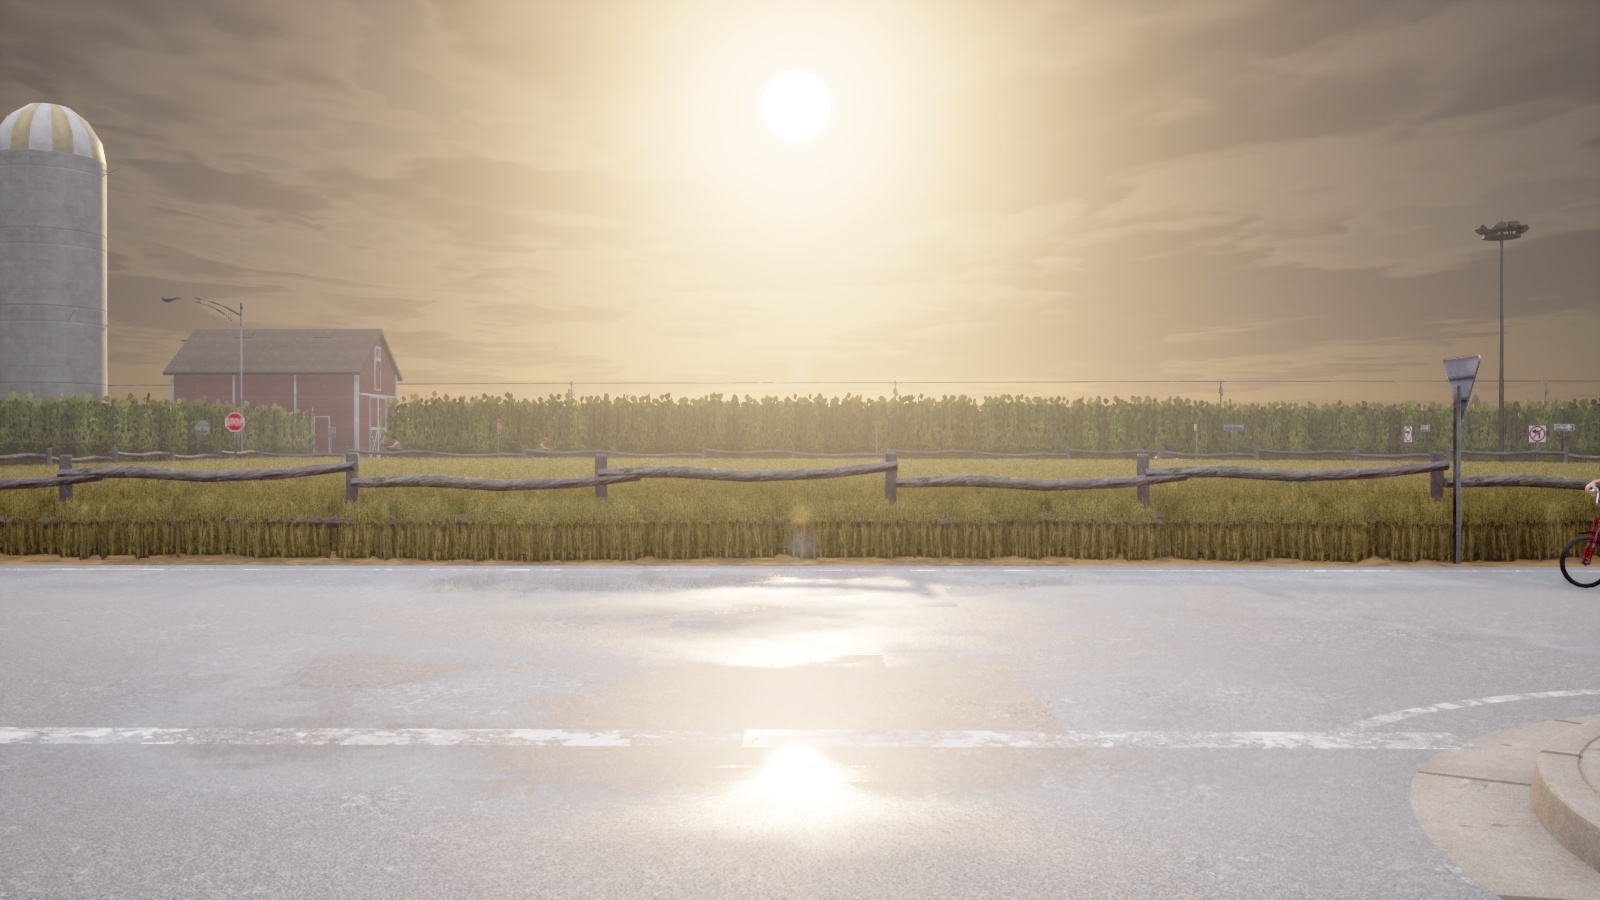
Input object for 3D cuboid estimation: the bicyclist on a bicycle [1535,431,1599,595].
[{"bbox_3d":[8.493,0.618,12.789,1.509,1.612,0.866,0,0,1],"label":"bicyclist on a bicycle"}]
